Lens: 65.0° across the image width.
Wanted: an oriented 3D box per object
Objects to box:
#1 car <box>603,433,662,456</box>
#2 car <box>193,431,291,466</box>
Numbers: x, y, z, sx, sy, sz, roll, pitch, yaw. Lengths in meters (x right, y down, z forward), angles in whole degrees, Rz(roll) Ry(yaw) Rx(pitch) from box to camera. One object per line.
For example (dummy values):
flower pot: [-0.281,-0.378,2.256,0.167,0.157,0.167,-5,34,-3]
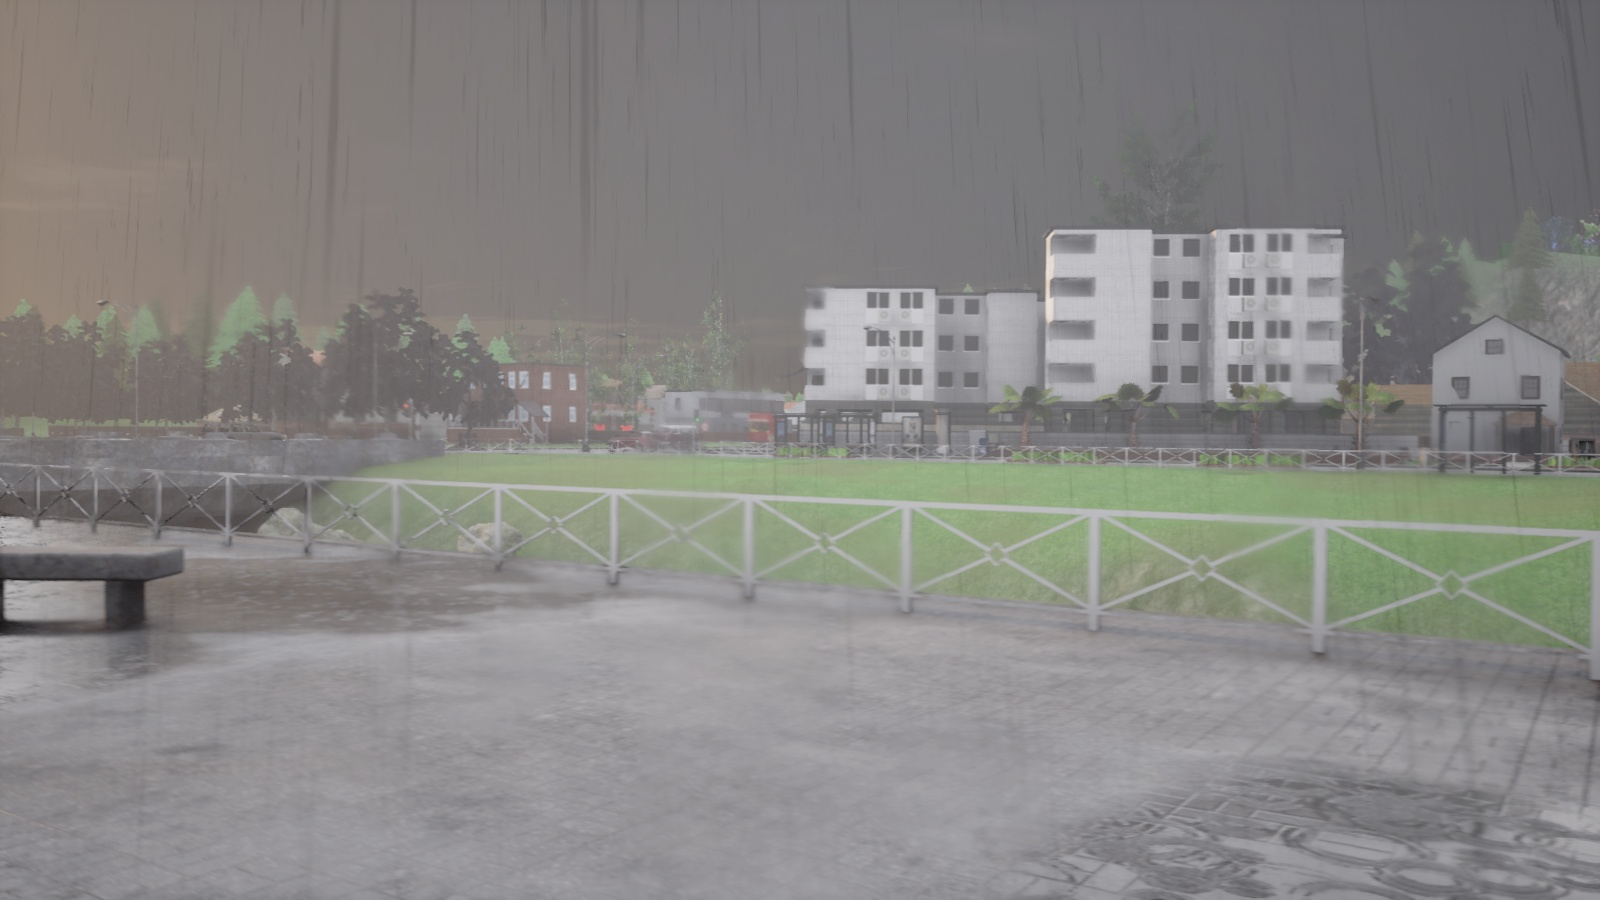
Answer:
car: [-11.494,-0.358,85.922,3.705,1.549,1.789,0,1,33]
car: [-30.745,-0.119,69.302,1.932,1.855,4.605,0,1,35]
